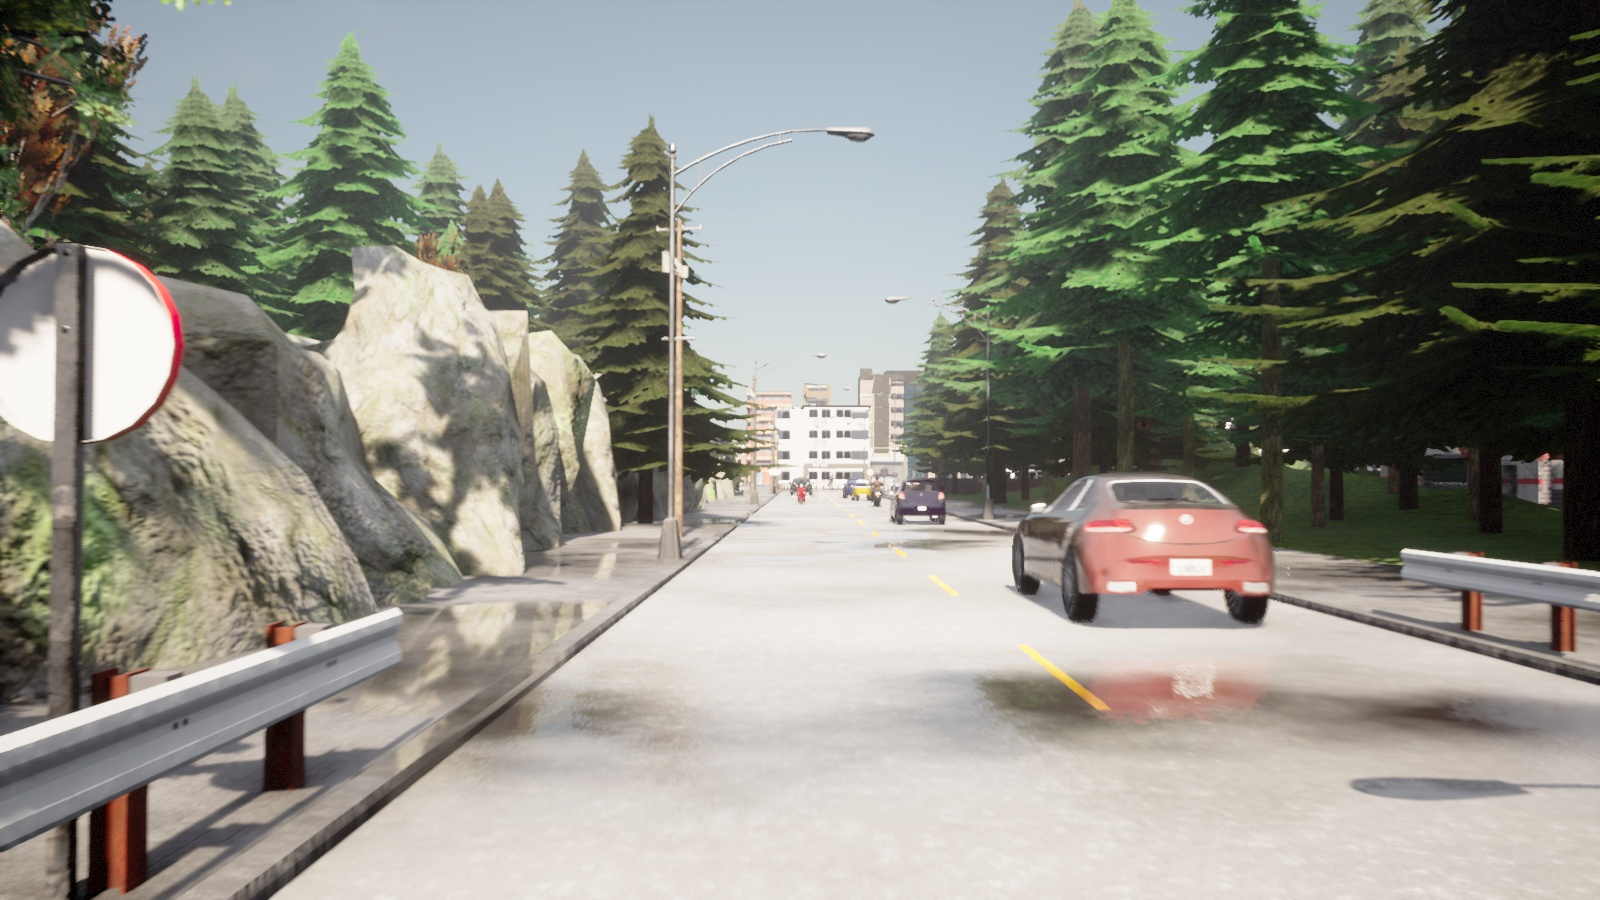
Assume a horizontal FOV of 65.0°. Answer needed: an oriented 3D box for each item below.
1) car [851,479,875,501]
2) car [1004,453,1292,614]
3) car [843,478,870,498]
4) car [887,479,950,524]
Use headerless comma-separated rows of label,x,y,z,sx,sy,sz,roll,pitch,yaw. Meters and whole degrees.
car,4.114,2.624,82.685,1.481,1.376,2.207,0,-1,0
car,3.994,0.915,15.462,2.152,1.651,5.027,0,-1,0
car,4.133,2.806,92.559,1.812,1.442,4.674,0,-1,0
car,4.045,1.747,43.474,1.845,1.501,3.633,0,-1,0
